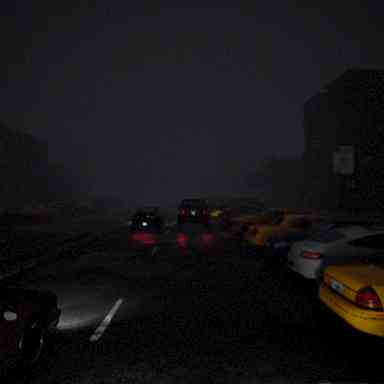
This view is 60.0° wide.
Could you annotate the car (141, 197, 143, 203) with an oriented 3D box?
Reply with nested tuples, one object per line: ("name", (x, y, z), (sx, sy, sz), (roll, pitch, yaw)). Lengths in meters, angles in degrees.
("car", (-15.869, 2.483, 85.507), (4.792, 1.488, 2.163), (0, -1, 0))

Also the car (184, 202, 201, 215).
("car", (0.105, 2.082, 42.833), (2.033, 1.411, 5.357), (0, -1, 0))

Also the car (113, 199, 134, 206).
("car", (-15.885, 2.384, 77.240), (4.674, 1.452, 2.002), (0, -1, 0))

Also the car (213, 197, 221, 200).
("car", (4.677, 1.669, 35.772), (5.566, 2.045, 2.435), (0, -1, 0))

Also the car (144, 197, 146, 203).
("car", (-15.915, 2.545, 91.019), (4.892, 1.521, 2.231), (0, -1, 0))

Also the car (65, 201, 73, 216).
("car", (-15.796, 1.964, 35.874), (4.674, 1.452, 2.002), (0, -1, 0))

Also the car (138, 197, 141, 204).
("car", (-15.899, 2.413, 82.752), (5.008, 1.535, 2.097), (0, -1, 0))

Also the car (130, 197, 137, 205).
("car", (-15.848, 2.063, 74.484), (5.566, 2.045, 2.435), (0, 0, 0))

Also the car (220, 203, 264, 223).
("car", (4.737, 1.781, 24.771), (4.792, 1.488, 2.163), (0, -1, 0))

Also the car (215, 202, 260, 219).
("car", (4.702, 1.796, 27.551), (5.008, 1.535, 2.097), (0, -1, 0))

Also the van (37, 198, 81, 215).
("van", (-15.687, 1.735, 38.637), (4.442, 1.987, 1.878), (0, -1, 0))

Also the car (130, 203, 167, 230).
("car", (-2.902, 1.745, 22.838), (1.837, 1.490, 4.892), (0, -1, 0))

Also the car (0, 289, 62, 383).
("car", (-2.899, 1.553, 2.592), (2.033, 1.411, 5.357), (0, 0, 0))

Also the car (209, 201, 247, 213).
("car", (4.708, 2.032, 44.103), (4.892, 1.521, 2.231), (0, -1, 0))

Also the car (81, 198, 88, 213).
("car", (-15.841, 1.872, 41.393), (4.553, 1.767, 2.185), (0, -1, 0))

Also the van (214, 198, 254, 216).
("van", (4.824, 1.735, 38.670), (4.442, 1.987, 1.878), (0, -1, 0))

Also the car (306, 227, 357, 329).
("car", (4.895, 1.495, 5.331), (5.366, 1.575, 1.946), (0, 0, 0))

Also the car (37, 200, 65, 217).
("car", (-15.978, 1.882, 33.118), (5.366, 1.575, 1.946), (0, -1, 0))

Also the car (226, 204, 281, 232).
("car", (4.713, 1.659, 19.088), (5.008, 1.535, 2.097), (0, -1, 0))

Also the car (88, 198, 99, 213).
("car", (-15.787, 1.780, 44.153), (5.566, 2.045, 2.435), (0, -1, 0))

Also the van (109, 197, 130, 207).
("van", (-15.748, 2.040, 68.973), (4.442, 1.987, 1.878), (0, 0, 0))

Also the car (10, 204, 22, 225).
("car", (-15.745, 1.633, 24.846), (4.553, 1.767, 2.185), (0, -1, 0))

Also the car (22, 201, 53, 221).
("car", (-15.973, 1.841, 30.359), (5.366, 1.575, 1.946), (0, -1, 0))

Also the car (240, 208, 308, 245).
("car", (4.894, 1.573, 13.533), (5.366, 1.575, 1.946), (0, -1, 0))

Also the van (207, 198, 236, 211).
("van", (4.618, 1.900, 52.566), (4.442, 1.987, 1.878), (0, -1, 0))

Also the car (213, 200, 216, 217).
("car", (4.521, 1.878, 32.985), (5.366, 1.575, 1.946), (0, -1, 0))

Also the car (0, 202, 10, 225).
("car", (-15.742, 1.463, 22.090), (5.566, 2.045, 2.435), (0, -1, 0))

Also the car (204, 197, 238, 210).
("car", (4.771, 1.902, 55.342), (5.566, 2.045, 2.435), (0, -1, 0))

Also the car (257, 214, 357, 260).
("car", (4.711, 1.581, 10.762), (4.674, 1.452, 2.002), (0, -1, 0))

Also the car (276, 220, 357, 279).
("car", (4.707, 1.556, 8.104), (4.674, 1.452, 2.002), (0, -1, 0))

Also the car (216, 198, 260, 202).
("car", (4.738, 1.714, 30.331), (4.553, 1.767, 2.185), (0, -1, 0))

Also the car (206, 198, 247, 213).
("car", (4.749, 1.814, 47.007), (5.566, 2.045, 2.435), (0, -1, 0))

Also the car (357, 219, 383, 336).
("car", (4.681, 1.234, 2.553), (5.566, 2.045, 2.435), (0, 0, 0))

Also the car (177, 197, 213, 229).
("car", (0.096, 1.480, 23.901), (2.150, 2.045, 5.566), (0, -1, 0))

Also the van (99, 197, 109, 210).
("van", (-15.949, 1.899, 52.428), (4.442, 1.987, 1.878), (0, -1, 0))
